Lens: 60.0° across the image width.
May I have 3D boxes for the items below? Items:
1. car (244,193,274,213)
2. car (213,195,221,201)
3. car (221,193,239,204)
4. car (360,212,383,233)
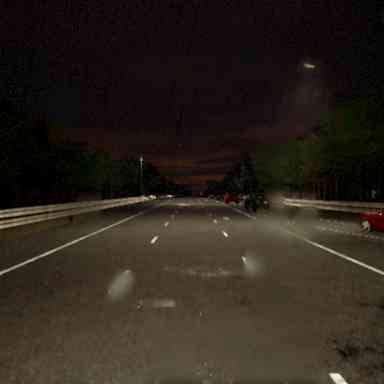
[{"bbox_3d":[7.349,1.154,36.668,2.150,2.045,5.566,0,0,-4],"label":"car"},{"bbox_3d":[7.081,1.427,84.102,1.837,1.490,4.892,0,0,0],"label":"car"},{"bbox_3d":[7.015,1.106,59.487,2.150,2.045,5.566,0,0,0],"label":"car"},{"bbox_3d":[10.811,1.474,16.807,1.882,1.535,5.008,0,0,-15],"label":"car"}]
